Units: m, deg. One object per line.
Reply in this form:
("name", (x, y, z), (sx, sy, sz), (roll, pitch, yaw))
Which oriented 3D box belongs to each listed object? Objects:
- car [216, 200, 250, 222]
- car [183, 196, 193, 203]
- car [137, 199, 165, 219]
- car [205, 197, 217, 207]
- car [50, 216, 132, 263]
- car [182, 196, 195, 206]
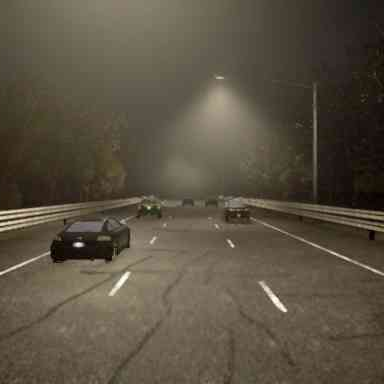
("car", (3.380, 1.505, 26.464), (2.128, 1.511, 4.902), (0, 0, 0))
("car", (-0.933, 1.575, 68.114), (1.994, 1.385, 4.181), (0, 0, -2))
("car", (-3.594, 1.364, 29.726), (2.097, 1.767, 4.553), (0, 0, -1))
("car", (2.965, 1.532, 51.331), (1.837, 1.490, 4.892), (0, 0, -1))
("car", (-3.441, 1.569, 12.063), (1.994, 1.385, 4.181), (0, 0, 0))
("car", (-0.532, 1.506, 53.519), (2.128, 1.511, 4.902), (0, 0, 2))
